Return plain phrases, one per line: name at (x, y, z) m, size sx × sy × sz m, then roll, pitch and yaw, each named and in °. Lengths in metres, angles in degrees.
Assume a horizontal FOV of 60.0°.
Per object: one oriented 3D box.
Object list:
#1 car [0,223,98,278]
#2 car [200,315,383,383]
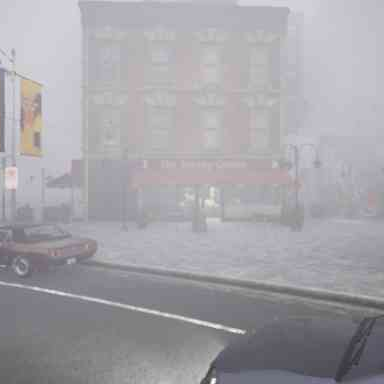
car at (-5.269, 1.606, 10.067) m, size 4.718 × 1.301 × 1.895 m, roll 0°, pitch 0°, yaw 27°
car at (2.045, 1.561, 2.216) m, size 4.181 × 1.385 × 1.994 m, roll 0°, pitch 0°, yaw 35°
